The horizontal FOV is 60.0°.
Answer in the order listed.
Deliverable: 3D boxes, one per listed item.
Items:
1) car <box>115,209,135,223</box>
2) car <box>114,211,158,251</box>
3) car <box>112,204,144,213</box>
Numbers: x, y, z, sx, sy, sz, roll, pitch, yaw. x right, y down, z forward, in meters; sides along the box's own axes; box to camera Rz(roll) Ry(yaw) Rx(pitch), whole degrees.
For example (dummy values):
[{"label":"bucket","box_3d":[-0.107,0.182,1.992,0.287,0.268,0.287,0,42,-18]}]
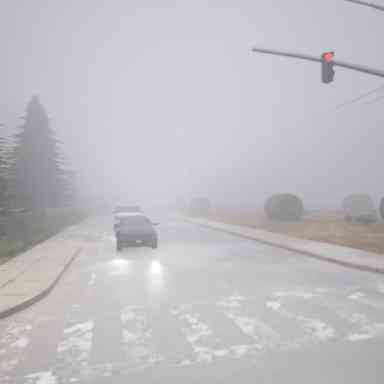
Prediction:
[{"label":"car","box_3d":[-7.553,2.649,37.362,1.994,1.385,4.181,-1,-1,-13]},{"label":"car","box_3d":[-2.913,1.976,17.098,1.882,1.535,5.008,-1,-1,-13]},{"label":"car","box_3d":[-5.217,2.009,27.102,2.150,2.045,5.566,-1,-1,-13]}]
